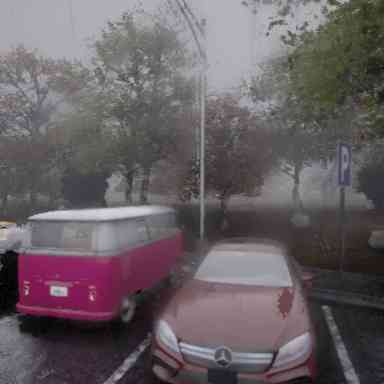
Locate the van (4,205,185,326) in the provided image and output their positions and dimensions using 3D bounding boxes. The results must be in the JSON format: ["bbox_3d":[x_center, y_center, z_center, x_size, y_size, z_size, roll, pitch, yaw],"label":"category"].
[{"bbox_3d":[-1.510,1.312,7.267,1.878,1.987,4.442,-1,-1,15],"label":"van"}]

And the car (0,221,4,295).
[{"bbox_3d":[-3.977,1.562,8.844,2.097,1.535,5.008,0,-1,15],"label":"car"}]

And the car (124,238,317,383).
[{"bbox_3d":[0.898,1.547,5.440,2.002,1.452,4.674,0,-1,15],"label":"car"}]
